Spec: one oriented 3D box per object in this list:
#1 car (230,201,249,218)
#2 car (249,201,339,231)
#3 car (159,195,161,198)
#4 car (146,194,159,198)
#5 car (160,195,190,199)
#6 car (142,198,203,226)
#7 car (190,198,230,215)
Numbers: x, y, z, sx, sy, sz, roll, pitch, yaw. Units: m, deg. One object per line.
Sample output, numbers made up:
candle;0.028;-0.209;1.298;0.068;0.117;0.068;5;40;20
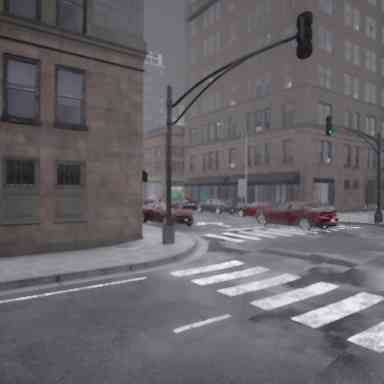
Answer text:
car;5.315;1.324;25.104;1.887;1.381;4.507;1;0;-36
car;5.953;1.313;19.435;1.882;1.535;5.008;0;1;-36
car;-4.275;0.985;38.547;1.967;1.590;4.097;1;0;-36
car;-5.351;1.085;29.941;2.128;1.511;4.902;0;1;-35
car;-1.081;1.189;34.066;1.947;1.339;4.313;1;0;-36
car;-1.624;1.265;20.152;1.887;1.381;4.507;2;0;-36
car;2.117;1.252;29.585;2.008;1.369;4.403;1;0;-36
